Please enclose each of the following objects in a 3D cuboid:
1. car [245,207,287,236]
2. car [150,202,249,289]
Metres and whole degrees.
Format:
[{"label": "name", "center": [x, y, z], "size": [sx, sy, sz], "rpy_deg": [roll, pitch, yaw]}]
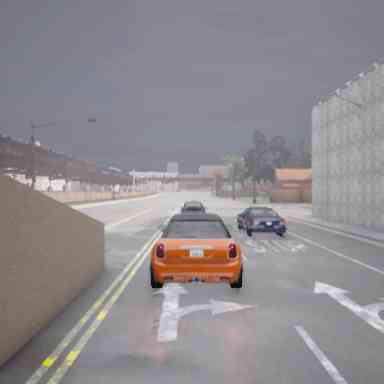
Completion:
[{"label": "car", "center": [3.599, 1.517, 18.048], "size": [2.033, 1.411, 5.357], "rpy_deg": [0, 0, 0]}, {"label": "car", "center": [0.099, 1.336, 9.287], "size": [2.097, 1.767, 4.553], "rpy_deg": [0, 0, 0]}]
